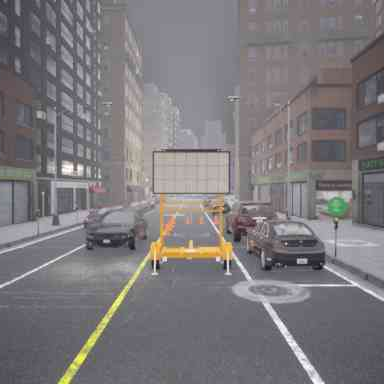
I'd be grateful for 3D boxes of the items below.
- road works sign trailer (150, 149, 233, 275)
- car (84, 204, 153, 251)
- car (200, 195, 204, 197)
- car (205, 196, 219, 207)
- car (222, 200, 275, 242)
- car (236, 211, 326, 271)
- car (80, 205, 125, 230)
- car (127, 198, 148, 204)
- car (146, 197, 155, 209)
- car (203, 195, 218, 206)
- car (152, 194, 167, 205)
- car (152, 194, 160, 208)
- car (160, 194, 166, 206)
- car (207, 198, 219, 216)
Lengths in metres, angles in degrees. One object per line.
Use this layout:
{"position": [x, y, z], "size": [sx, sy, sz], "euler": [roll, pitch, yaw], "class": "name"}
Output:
{"position": [-0.018, 0.462, 10.425], "size": [2.380, 3.560, 2.880], "euler": [0, 0, 0], "class": "road works sign trailer"}
{"position": [-3.024, 1.475, 14.284], "size": [1.882, 1.535, 5.008], "euler": [0, 0, 0], "class": "car"}
{"position": [2.758, 1.538, 54.799], "size": [1.947, 1.339, 4.313], "euler": [-1, 0, 0], "class": "car"}
{"position": [2.785, 1.513, 38.450], "size": [1.752, 1.417, 4.829], "euler": [-1, 0, 0], "class": "car"}
{"position": [2.820, 1.312, 16.255], "size": [2.192, 1.841, 5.009], "euler": [-1, 0, 0], "class": "car"}
{"position": [2.832, 1.549, 10.749], "size": [2.008, 1.369, 4.403], "euler": [-1, 0, 0], "class": "car"}
{"position": [-5.711, 1.578, 21.731], "size": [1.802, 1.307, 4.206], "euler": [-1, 0, 0], "class": "car"}
{"position": [-5.730, 1.573, 32.746], "size": [1.802, 1.307, 4.206], "euler": [-1, 0, 0], "class": "car"}
{"position": [-5.739, 1.569, 38.254], "size": [1.802, 1.307, 4.206], "euler": [-1, 0, 0], "class": "car"}
{"position": [2.767, 1.544, 49.292], "size": [1.947, 1.339, 4.313], "euler": [-1, 0, 0], "class": "car"}
{"position": [-5.779, 1.281, 60.285], "size": [2.192, 1.841, 5.009], "euler": [-1, 0, 0], "class": "car"}
{"position": [-5.750, 1.423, 43.762], "size": [1.967, 1.590, 4.097], "euler": [-1, 0, 0], "class": "car"}
{"position": [-5.770, 1.287, 54.778], "size": [2.192, 1.841, 5.009], "euler": [-1, 0, 0], "class": "car"}
{"position": [2.795, 1.557, 32.774], "size": [1.947, 1.339, 4.313], "euler": [-1, 0, 0], "class": "car"}
